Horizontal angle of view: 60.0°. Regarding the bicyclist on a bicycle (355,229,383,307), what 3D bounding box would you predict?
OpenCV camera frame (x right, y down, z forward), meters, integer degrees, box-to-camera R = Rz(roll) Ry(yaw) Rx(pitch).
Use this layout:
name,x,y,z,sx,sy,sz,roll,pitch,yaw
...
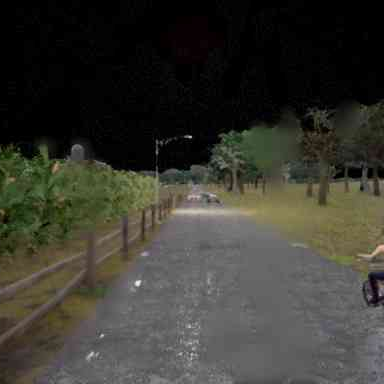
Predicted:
name,x,y,z,sx,sy,sz,roll,pitch,yaw
bicyclist on a bicycle,3.507,1.457,6.076,0.866,1.612,1.509,0,0,1

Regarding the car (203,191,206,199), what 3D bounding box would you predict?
name,x,y,z,sx,sy,sz,roll,pitch,yaw
car,3.291,0.542,71.132,2.097,1.767,4.553,0,1,0

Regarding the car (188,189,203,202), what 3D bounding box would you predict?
name,x,y,z,sx,sy,sz,roll,pitch,yaw
car,0.372,0.782,55.872,2.097,1.767,4.553,0,1,1

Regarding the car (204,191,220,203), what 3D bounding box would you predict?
name,x,y,z,sx,sy,sz,roll,pitch,yaw
car,3.244,1.019,52.768,1.812,1.442,4.674,0,1,0
